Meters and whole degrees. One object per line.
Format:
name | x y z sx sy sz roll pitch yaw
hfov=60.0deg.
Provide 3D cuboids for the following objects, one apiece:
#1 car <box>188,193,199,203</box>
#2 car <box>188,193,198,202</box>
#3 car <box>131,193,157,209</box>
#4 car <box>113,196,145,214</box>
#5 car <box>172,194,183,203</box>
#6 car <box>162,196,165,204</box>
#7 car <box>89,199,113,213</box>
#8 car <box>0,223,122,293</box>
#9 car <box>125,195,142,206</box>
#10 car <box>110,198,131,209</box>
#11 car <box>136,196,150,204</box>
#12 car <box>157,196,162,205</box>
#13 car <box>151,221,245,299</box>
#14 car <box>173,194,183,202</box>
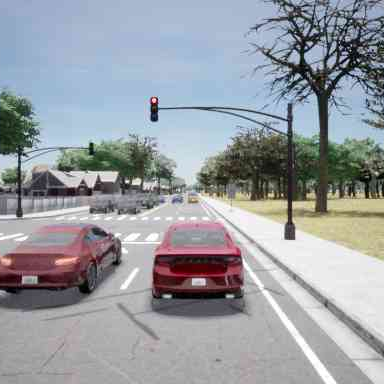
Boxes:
car | 0.256 1.451 65.923 1.882 1.535 5.008 0 0 0
car | 0.183 1.190 76.324 2.150 2.045 5.566 0 0 0
car | -6.487 1.212 44.709 2.150 2.045 5.566 0 0 1
car | -6.513 1.499 34.858 1.837 1.490 4.892 0 0 0
car | -2.989 1.499 66.330 1.812 1.442 4.674 0 0 0
car | -6.383 1.452 65.167 1.882 1.535 5.008 0 0 1
car | -9.759 1.498 36.369 1.837 1.490 4.892 0 0 0
car | -3.129 1.525 8.706 1.812 1.442 4.674 0 0 0
car | -9.707 1.335 55.388 2.097 1.767 4.553 0 0 0
car | -9.736 1.516 45.502 1.812 1.442 4.674 0 0 1
car | -9.620 1.521 66.007 2.033 1.411 5.357 0 0 0
car | -6.459 1.488 54.738 1.837 1.490 4.892 0 0 0
car | 0.118 1.477 8.495 1.882 1.535 5.008 0 0 0
car | -3.067 1.320 76.296 2.097 1.767 4.553 0 0 0
